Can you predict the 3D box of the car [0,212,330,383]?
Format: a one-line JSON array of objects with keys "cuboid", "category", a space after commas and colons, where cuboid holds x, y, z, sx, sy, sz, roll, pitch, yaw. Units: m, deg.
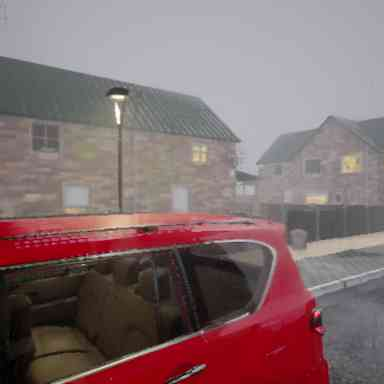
[{"cuboid": [-1.467, 1.222, 2.023, 5.566, 2.045, 2.150, 0, 0, -36], "category": "car"}]
